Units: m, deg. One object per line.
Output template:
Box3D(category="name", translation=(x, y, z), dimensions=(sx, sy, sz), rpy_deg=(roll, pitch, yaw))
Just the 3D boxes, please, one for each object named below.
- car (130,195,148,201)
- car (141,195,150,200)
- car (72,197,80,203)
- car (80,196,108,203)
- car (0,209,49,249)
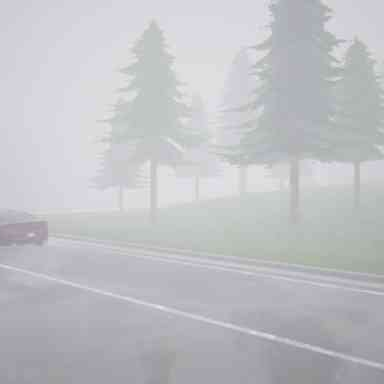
Box3D(category="car", translation=(-12.991, 1.506, 81.291), dimensions=(1.994, 1.385, 4.181), rpy_deg=(0, 0, 35))
Box3D(category="car", translation=(-10.108, 1.310, 79.306), dimensions=(2.097, 1.767, 4.553), rpy_deg=(0, 0, 35))
Box3D(category="car", translation=(-21.970, 1.510, 68.484), dimensions=(2.033, 1.411, 5.357), rpy_deg=(0, 0, 35))
Box3D(category="car", translation=(-19.082, 1.492, 66.507), dimensions=(2.128, 1.511, 4.902), rpy_deg=(0, 0, 35))
Box3D(category="car", translation=(-8.058, 1.470, 13.982), dimensions=(5.008, 1.535, 1.882), rpy_deg=(0, 0, 36))
